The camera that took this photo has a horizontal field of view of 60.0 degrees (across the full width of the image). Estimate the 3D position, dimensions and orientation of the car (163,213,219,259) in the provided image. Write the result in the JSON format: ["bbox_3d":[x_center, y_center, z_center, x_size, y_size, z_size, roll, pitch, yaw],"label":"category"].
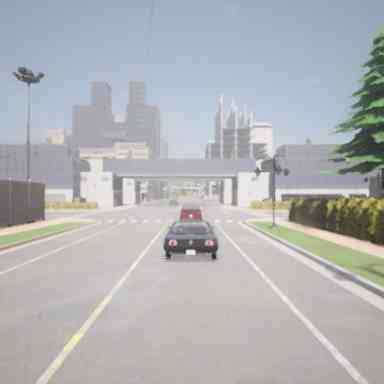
[{"bbox_3d":[-0.027,1.745,13.296,1.895,1.301,4.718,0,-1,0],"label":"car"}]

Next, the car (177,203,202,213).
[{"bbox_3d":[-0.109,1.802,29.302,1.882,1.535,5.008,0,-1,0],"label":"car"}]

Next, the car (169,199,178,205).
[{"bbox_3d":[-4.443,2.403,80.208,2.128,1.511,4.902,0,-1,0],"label":"car"}]
